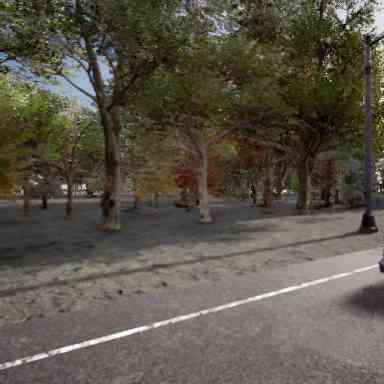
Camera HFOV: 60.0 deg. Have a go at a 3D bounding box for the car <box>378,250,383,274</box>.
[{"bbox_3d":[6.961,1.509,8.718,5.357,1.411,2.033,0,0,-36],"label":"car"}]
